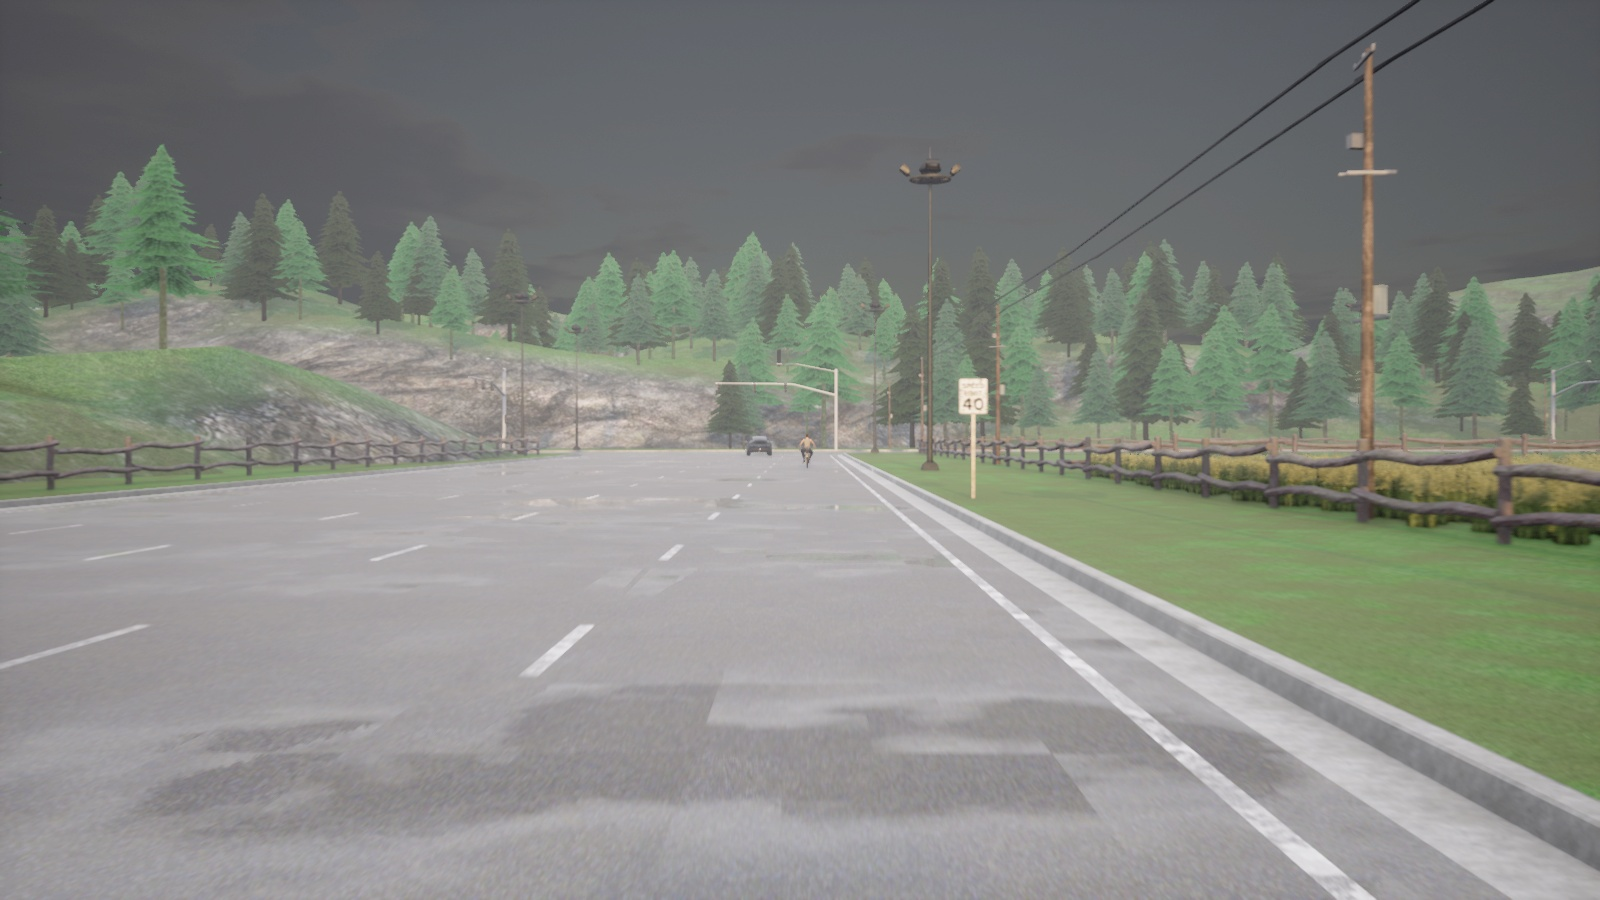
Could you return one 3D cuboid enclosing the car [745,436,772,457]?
[{"bbox_3d":[-3.154,-0.298,95.368,1.837,1.490,4.892,0,1,-4],"label":"car"}]
